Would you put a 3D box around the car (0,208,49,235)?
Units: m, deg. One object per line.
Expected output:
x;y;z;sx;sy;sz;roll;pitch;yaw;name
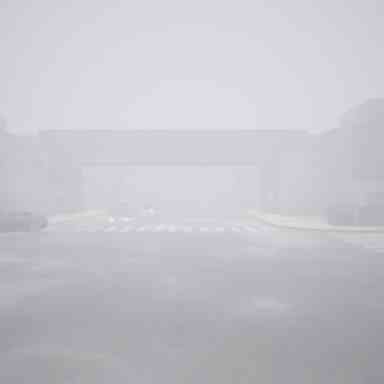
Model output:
-10.444;1.680;18.295;2.128;1.511;4.902;1;0;41;car

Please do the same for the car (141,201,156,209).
-7.205;2.085;54.941;1.895;1.301;4.718;0;0;0;car

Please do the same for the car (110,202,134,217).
-7.362;1.827;35.360;1.837;1.490;4.892;0;0;0;car
